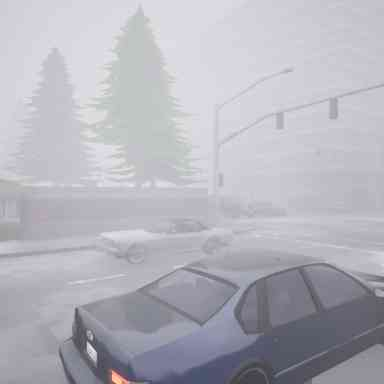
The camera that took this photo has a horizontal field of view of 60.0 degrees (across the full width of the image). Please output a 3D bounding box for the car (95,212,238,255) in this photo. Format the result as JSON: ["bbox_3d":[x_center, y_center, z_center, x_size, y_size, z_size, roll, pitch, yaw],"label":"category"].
[{"bbox_3d":[-0.887,1.601,11.728,4.718,1.301,1.895,0,0,-33],"label":"car"}]

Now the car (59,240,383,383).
[{"bbox_3d":[1.110,1.547,4.573,5.357,1.411,2.033,0,0,-35],"label":"car"}]

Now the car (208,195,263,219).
[{"bbox_3d":[3.331,1.275,29.678,2.150,2.045,5.566,0,0,-35],"label":"car"}]

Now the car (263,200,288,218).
[{"bbox_3d":[6.668,1.560,31.016,1.837,1.490,4.892,0,0,-35],"label":"car"}]
